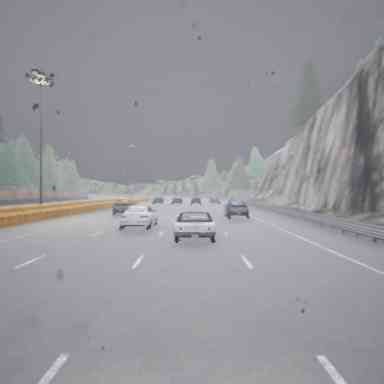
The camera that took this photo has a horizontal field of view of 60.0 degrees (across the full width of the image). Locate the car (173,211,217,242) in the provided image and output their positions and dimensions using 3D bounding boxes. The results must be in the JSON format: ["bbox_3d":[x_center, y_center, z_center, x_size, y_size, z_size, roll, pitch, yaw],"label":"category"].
[{"bbox_3d":[0.147,1.600,16.436,1.895,1.301,4.718,0,0,1],"label":"car"}]

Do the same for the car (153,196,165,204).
[{"bbox_3d":[-6.206,1.514,62.988,1.837,1.490,4.892,0,0,1],"label":"car"}]

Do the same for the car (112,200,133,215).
[{"bbox_3d":[-6.608,1.503,33.322,2.128,1.511,4.902,0,0,1],"label":"car"}]

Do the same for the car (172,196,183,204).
[{"bbox_3d":[-2.703,1.480,63.278,1.882,1.535,5.008,0,0,1],"label":"car"}]

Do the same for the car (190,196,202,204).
[{"bbox_3d":[0.798,1.501,63.297,1.837,1.490,4.892,0,0,1],"label":"car"}]

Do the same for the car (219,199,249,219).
[{"bbox_3d":[3.837,1.484,29.205,2.128,1.511,4.902,0,0,1],"label":"car"}]

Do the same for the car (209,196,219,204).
[{"bbox_3d":[4.280,1.537,63.106,2.033,1.411,5.357,0,0,1],"label":"car"}]

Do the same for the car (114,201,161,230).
[{"bbox_3d":[-3.273,1.531,20.873,1.812,1.442,4.674,0,0,1],"label":"car"}]
